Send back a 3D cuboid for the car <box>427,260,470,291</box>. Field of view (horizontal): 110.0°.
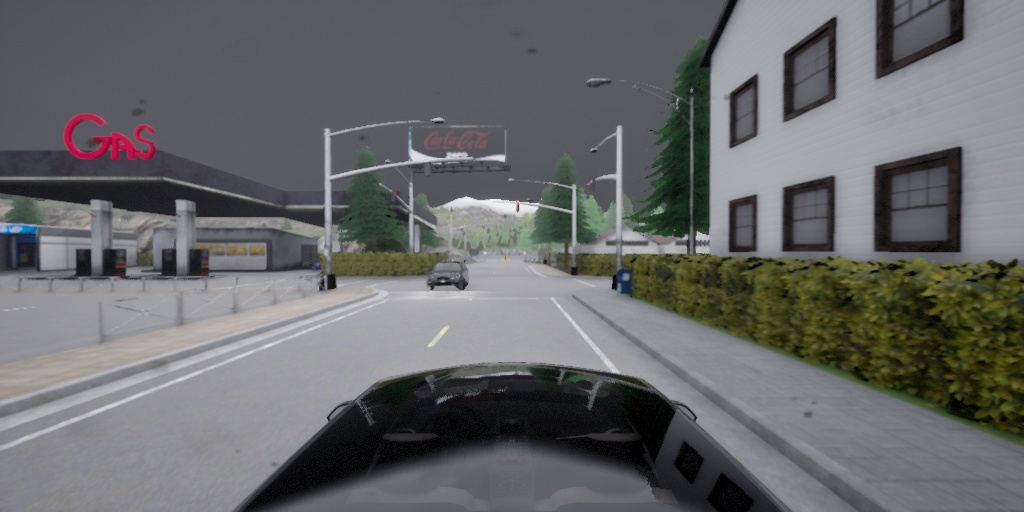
[{"bbox_3d":[-3.485,1.007,20.304,1.837,1.490,4.892,0,0,-1],"label":"car"}]
